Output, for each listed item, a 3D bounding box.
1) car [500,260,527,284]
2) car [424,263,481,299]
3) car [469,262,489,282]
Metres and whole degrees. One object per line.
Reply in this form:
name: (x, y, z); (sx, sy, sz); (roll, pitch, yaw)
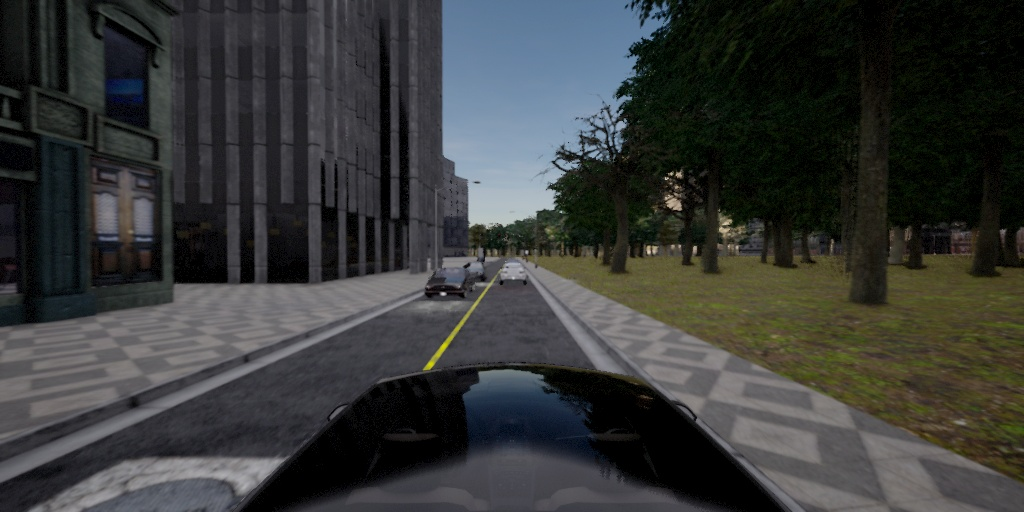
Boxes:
car: (0.097, 1.229, 26.243); (1.812, 1.442, 4.674); (0, 0, 0)
car: (-3.018, 1.280, 18.424); (2.033, 1.411, 5.357); (0, 0, 0)
car: (-2.992, 1.216, 28.832); (1.812, 1.442, 4.674); (0, 0, 0)
